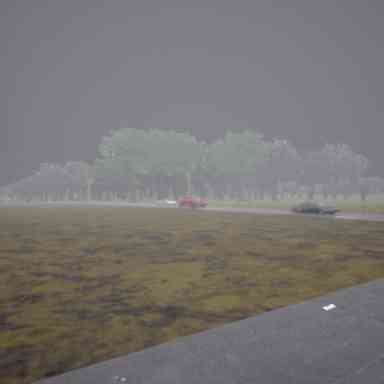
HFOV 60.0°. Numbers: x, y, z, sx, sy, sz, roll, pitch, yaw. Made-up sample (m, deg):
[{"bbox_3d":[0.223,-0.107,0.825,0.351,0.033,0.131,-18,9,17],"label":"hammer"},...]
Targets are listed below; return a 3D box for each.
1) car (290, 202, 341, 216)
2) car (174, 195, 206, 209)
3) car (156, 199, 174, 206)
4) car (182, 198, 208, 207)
[{"bbox_3d":[13.173,1.773,35.853,2.033,1.411,5.357,-2,1,-36],"label":"car"},{"bbox_3d":[-0.012,1.573,54.243,2.150,2.045,5.566,-2,0,-35],"label":"car"},{"bbox_3d":[-5.430,2.026,66.621,1.895,1.301,4.718,-2,0,-36],"label":"car"},{"bbox_3d":[0.479,1.809,58.487,2.128,1.511,4.902,-2,0,-35],"label":"car"}]
